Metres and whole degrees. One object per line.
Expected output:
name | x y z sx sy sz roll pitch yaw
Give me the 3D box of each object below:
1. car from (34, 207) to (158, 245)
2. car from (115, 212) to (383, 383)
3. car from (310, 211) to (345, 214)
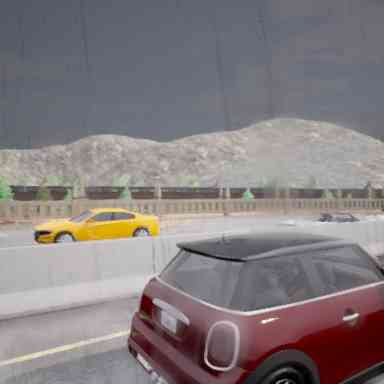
car | -3.794 1.421 13.821 5.008 1.535 1.882 0 0 -32
car | 1.542 1.345 4.550 4.553 1.767 2.097 0 0 -33
car | 6.181 1.585 15.534 4.718 1.301 1.895 0 0 -27
